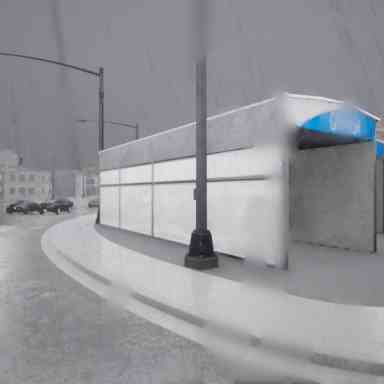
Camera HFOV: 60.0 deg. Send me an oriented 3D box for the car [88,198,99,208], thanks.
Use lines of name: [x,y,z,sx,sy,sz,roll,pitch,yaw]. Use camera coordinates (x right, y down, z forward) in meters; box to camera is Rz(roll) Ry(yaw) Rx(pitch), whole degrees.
car: [-12.816,1.552,47.428,1.994,1.385,4.181,0,0,25]

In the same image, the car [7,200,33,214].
car: [-17.579,1.564,35.206,1.994,1.385,4.181,0,0,3]

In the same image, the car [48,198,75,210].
car: [-17.652,1.537,45.310,2.033,1.411,5.357,0,0,-6]

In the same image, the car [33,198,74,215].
car: [-14.101,1.505,34.469,1.837,1.490,4.892,0,0,1]
